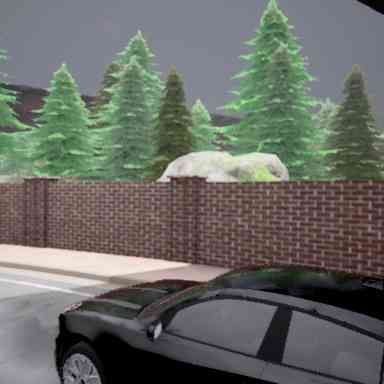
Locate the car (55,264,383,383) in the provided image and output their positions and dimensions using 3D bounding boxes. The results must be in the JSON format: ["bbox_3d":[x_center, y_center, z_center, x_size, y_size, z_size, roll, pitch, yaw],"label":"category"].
[{"bbox_3d":[0.772,1.465,3.132,5.008,1.535,1.882,1,0,34],"label":"car"}]
